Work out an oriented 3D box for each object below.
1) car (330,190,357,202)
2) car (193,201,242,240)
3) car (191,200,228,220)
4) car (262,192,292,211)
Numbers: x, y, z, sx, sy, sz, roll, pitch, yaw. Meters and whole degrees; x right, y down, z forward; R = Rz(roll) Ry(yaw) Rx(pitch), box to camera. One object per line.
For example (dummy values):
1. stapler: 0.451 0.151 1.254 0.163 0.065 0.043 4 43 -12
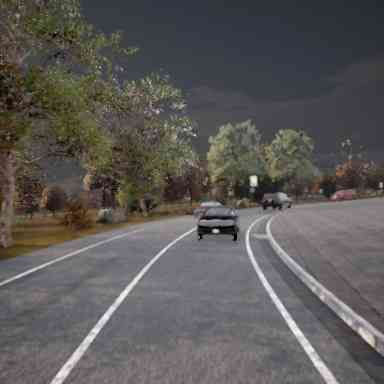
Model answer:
1. car: 27.740 0.658 60.857 5.566 2.045 2.150 -2 -3 -32
2. car: 1.460 1.464 16.787 2.128 1.511 4.902 -1 0 10
3. car: 1.632 1.566 29.785 1.812 1.442 4.674 -2 -1 22
4. car: 9.927 1.049 38.656 2.150 2.045 5.566 -4 -1 32
